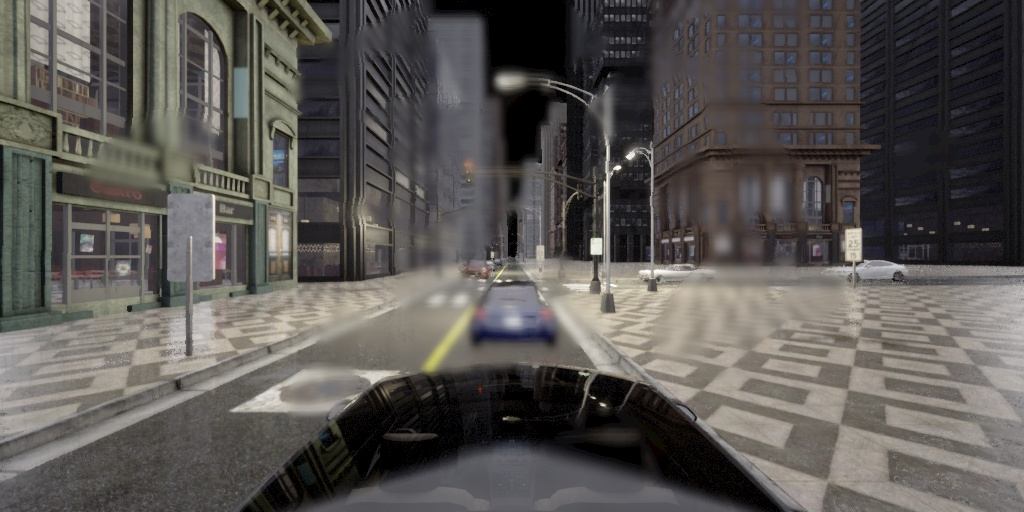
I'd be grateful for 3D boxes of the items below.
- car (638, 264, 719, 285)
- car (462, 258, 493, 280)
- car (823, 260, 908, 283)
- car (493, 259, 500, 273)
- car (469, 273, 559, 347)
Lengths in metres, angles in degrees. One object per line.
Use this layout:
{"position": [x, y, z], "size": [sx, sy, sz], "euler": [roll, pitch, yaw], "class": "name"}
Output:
{"position": [10.970, 1.205, 23.969], "size": [4.718, 1.301, 1.895], "euler": [-1, 0, 0], "class": "car"}
{"position": [-3.006, 1.103, 30.666], "size": [2.097, 1.767, 4.553], "euler": [0, 0, 0], "class": "car"}
{"position": [23.539, 0.984, 23.934], "size": [4.674, 1.442, 1.812], "euler": [-1, 0, 0], "class": "car"}
{"position": [-2.957, 1.301, 44.720], "size": [2.033, 1.411, 5.357], "euler": [0, 0, 0], "class": "car"}
{"position": [0.063, 1.314, 9.312], "size": [1.994, 1.385, 4.181], "euler": [0, 0, 1], "class": "car"}
